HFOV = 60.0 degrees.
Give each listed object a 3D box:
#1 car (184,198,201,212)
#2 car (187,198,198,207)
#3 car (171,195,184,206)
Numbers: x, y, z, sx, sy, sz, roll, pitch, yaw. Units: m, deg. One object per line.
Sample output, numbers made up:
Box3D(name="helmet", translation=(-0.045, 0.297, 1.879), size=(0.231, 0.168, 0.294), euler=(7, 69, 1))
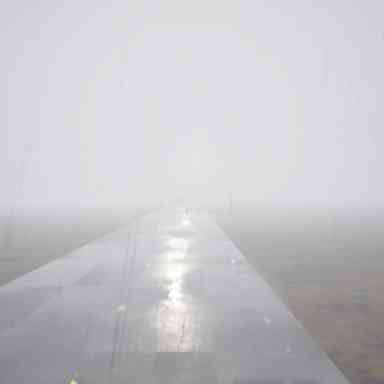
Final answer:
Box3D(name="car", translation=(0.095, 1.764, 42.442), size=(1.812, 1.442, 4.674), euler=(0, 0, 0))
Box3D(name="car", translation=(0.093, 1.863, 60.144), size=(1.812, 1.442, 4.674), euler=(0, -1, 0))
Box3D(name="car", translation=(-2.757, 1.612, 62.771), size=(2.150, 2.045, 5.566), euler=(0, 0, 0))
